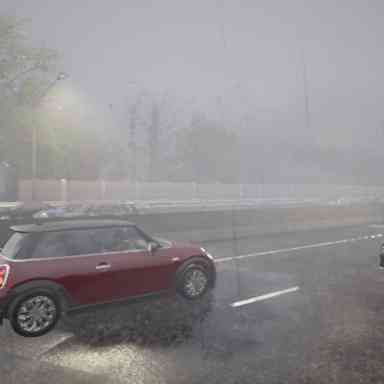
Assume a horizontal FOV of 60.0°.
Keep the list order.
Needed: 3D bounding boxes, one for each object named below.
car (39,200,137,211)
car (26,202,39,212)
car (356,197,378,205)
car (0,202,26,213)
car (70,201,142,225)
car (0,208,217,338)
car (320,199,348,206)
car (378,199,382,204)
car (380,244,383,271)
[{"bbox_3d":[-5.225,1.355,17.461,4.553,1.767,2.097,0,0,-35],"label":"car"},{"bbox_3d":[-7.281,1.355,20.293,4.553,1.767,2.097,0,0,-35],"label":"car"},{"bbox_3d":[25.614,1.552,48.000,4.892,1.490,1.837,0,0,-35],"label":"car"},{"bbox_3d":[-12.117,1.481,24.638,5.008,1.535,1.882,0,0,-38],"label":"car"},{"bbox_3d":[-6.436,1.506,25.191,4.892,1.490,1.837,-1,1,-35],"label":"car"},{"bbox_3d":[-1.665,1.353,6.860,4.553,1.767,2.097,0,0,-35],"label":"car"},{"bbox_3d":[20.909,1.644,48.958,4.718,1.301,1.895,0,0,-35],"label":"car"},{"bbox_3d":[27.794,1.553,45.260,4.892,1.490,1.837,0,0,-35],"label":"car"},{"bbox_3d":[6.707,1.495,8.529,4.902,1.511,2.128,0,0,-35],"label":"car"}]
